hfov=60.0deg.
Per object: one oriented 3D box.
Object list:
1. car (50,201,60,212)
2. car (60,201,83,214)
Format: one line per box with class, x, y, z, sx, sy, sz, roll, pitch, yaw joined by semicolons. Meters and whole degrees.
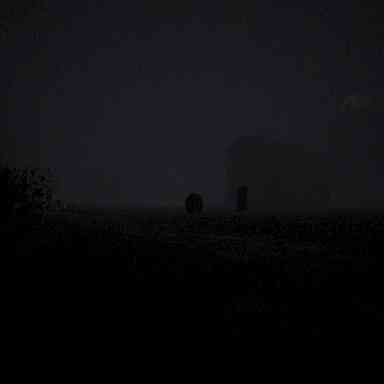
car;-21.845;2.242;53.768;2.097;1.767;4.553;2;-2;-35
car;-16.600;2.327;46.338;1.994;1.385;4.181;2;-2;-34
